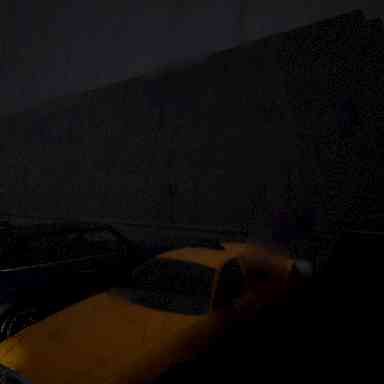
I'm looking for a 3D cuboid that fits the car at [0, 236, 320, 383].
[{"bbox_3d":[0.045,1.484,4.738,1.946,1.575,5.366,0,0,36],"label":"car"}]

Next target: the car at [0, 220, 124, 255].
[{"bbox_3d":[-2.164,1.369,6.507,2.185,1.767,4.553,0,0,36],"label":"car"}]
